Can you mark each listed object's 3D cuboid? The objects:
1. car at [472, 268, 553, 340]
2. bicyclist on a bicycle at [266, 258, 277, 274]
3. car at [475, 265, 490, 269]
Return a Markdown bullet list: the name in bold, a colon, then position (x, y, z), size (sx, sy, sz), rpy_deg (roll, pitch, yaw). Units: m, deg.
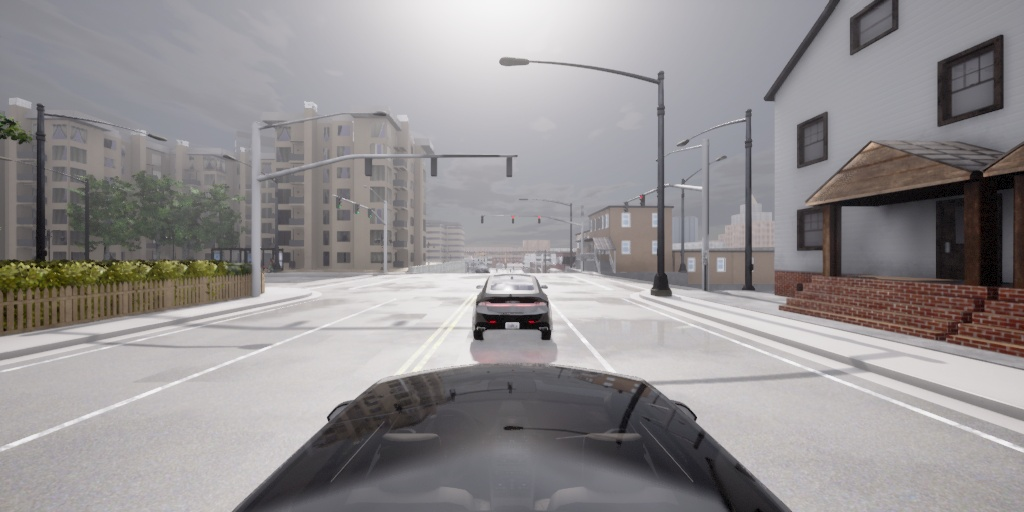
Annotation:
- **car**: position (0.002, 1.241, 9.927), size (2.128, 1.511, 4.902), rpy_deg (0, 0, 0)
- **bicyclist on a bicycle**: position (-25.605, 1.052, 38.225), size (0.582, 1.620, 1.656), rpy_deg (0, 0, 0)
- **car**: position (-3.993, 1.934, 48.951), size (1.812, 1.442, 4.674), rpy_deg (0, -6, 0)
